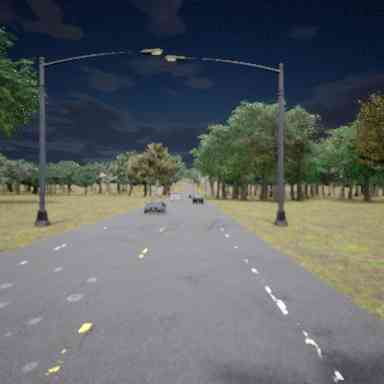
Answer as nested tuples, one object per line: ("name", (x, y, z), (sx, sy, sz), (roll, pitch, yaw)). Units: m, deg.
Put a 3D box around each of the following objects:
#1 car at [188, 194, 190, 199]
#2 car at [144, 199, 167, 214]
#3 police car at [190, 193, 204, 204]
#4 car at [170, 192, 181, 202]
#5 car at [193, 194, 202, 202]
("car", (0.024, 0.994, 91.888), (2.097, 1.767, 4.553), (0, 0, 0))
("car", (-3.581, 1.429, 33.037), (1.994, 1.385, 4.181), (0, 0, 0))
("police car", (1.065, 1.240, 58.017), (1.930, 1.638, 5.238), (0, 0, 0))
("car", (-3.482, 1.017, 70.405), (2.150, 2.045, 5.566), (0, 0, 0))
("car", (1.068, 1.264, 68.100), (1.801, 1.575, 5.366), (0, 0, 0))
